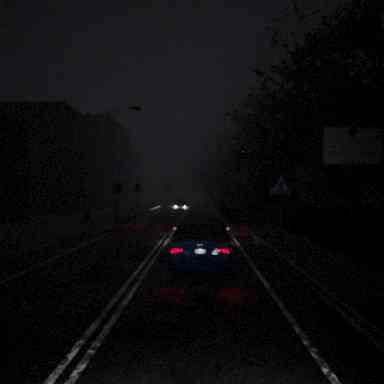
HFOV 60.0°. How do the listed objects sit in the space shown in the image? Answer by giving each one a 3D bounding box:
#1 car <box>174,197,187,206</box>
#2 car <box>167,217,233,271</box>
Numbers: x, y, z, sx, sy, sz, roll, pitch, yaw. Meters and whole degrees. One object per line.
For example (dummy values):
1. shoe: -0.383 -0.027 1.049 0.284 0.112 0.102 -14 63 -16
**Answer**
1. car: -1.845 1.524 54.540 1.895 1.301 4.718 0 0 2
2. car: 0.290 1.530 10.860 2.033 1.411 5.357 0 0 2
